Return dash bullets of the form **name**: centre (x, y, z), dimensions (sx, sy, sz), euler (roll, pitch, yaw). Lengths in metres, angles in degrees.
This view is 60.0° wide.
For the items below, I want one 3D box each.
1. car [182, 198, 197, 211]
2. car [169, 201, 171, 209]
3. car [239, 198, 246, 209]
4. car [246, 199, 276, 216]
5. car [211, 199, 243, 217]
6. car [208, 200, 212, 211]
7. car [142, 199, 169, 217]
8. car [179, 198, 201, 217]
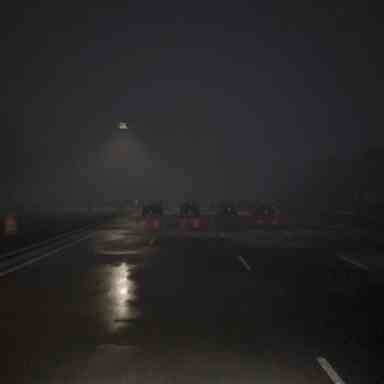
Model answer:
- **car**: centre (-0.329, 1.631, 44.156), dimensions (1.837, 1.490, 4.892), euler (0, 0, 0)
- **car**: centre (-3.829, 1.648, 44.014), dimensions (1.837, 1.490, 4.892), euler (0, 0, 0)
- **car**: centre (6.671, 1.598, 44.225), dimensions (1.837, 1.490, 4.892), euler (0, 0, 0)
- **car**: centre (6.805, 1.584, 32.586), dimensions (1.812, 1.442, 4.674), euler (0, 0, 1)
- **car**: centre (3.303, 1.621, 32.099), dimensions (2.033, 1.411, 5.357), euler (0, 0, 0)
- **car**: centre (3.169, 1.654, 43.594), dimensions (2.033, 1.411, 5.357), euler (0, 0, 0)
- **car**: centre (-3.697, 1.600, 32.342), dimensions (2.128, 1.511, 4.902), euler (0, 0, 0)
- **car**: centre (-0.197, 1.584, 32.545), dimensions (2.128, 1.511, 4.902), euler (0, 0, 0)
